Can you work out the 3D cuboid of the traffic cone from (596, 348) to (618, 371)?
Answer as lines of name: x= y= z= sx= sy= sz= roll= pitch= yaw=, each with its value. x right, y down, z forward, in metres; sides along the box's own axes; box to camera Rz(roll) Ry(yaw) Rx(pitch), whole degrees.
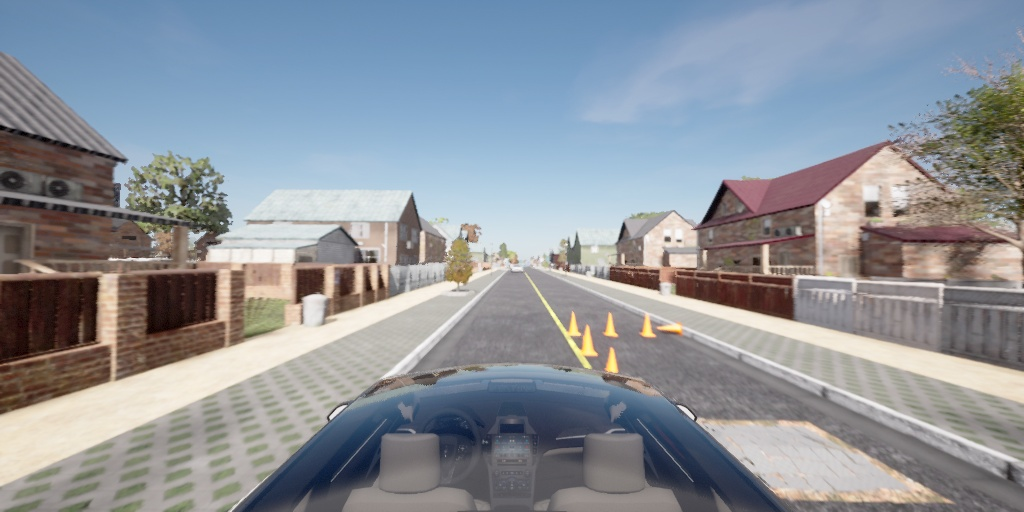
traffic cone: x=1.600 y=1.770 z=5.750 sx=0.340 sy=0.580 sz=0.340 roll=0 pitch=0 yaw=1

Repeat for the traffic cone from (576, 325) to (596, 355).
traffic cone: x=1.630 y=1.795 z=7.750 sx=0.340 sy=0.580 sz=0.340 roll=0 pitch=0 yaw=1

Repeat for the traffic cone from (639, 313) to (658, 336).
traffic cone: x=3.659 y=1.840 z=9.720 sx=0.340 sy=0.580 sz=0.340 roll=0 pitch=0 yaw=1

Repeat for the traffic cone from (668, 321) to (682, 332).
traffic cone: x=4.532 y=1.677 z=9.713 sx=0.340 sy=0.580 sz=0.340 roll=0 pitch=0 yaw=0

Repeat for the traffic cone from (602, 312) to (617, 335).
traffic cone: x=2.659 y=1.830 z=9.735 sx=0.340 sy=0.580 sz=0.340 roll=0 pitch=0 yaw=1

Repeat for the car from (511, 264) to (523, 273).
car: x=0.814 y=2.079 z=58.958 sx=1.812 sy=1.442 sz=4.674 roll=1 pitch=-1 yaw=1

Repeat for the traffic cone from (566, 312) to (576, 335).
traffic cone: x=1.659 y=1.820 z=9.749 sx=0.340 sy=0.580 sz=0.340 roll=0 pitch=0 yaw=1
